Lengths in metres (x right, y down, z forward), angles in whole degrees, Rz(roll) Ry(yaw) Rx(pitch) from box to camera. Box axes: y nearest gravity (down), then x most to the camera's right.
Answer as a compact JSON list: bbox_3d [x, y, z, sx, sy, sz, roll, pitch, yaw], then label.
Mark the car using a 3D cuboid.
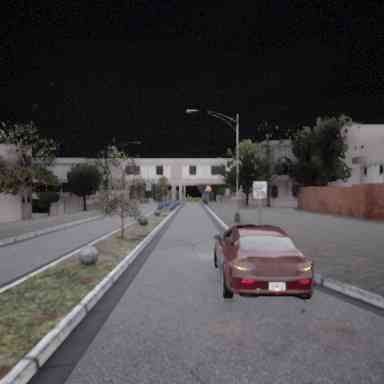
[{"bbox_3d":[1.572,1.526,8.291,1.812,1.442,4.674,0,0,1],"label":"car"}]
